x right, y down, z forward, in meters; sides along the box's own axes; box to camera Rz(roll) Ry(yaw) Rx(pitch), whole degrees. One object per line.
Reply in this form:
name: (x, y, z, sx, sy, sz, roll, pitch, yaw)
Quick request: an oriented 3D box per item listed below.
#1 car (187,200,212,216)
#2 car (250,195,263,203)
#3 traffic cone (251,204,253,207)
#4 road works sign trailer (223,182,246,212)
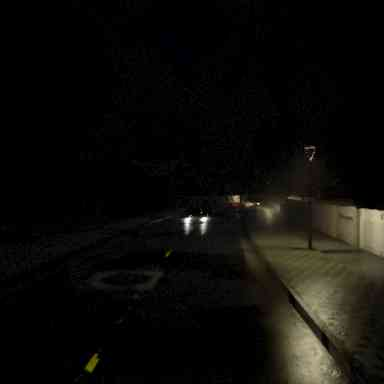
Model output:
car: (0.776, 1.528, 33.667, 1.882, 1.535, 5.008, 0, 0, 12)
car: (14.407, 1.430, 73.910, 2.097, 1.767, 4.553, 0, 0, 25)
traffic cone: (9.520, 2.060, 52.976, 0.340, 0.580, 0.340, 0, 0, 16)
road works sign trailer: (5.146, 0.529, 40.710, 2.380, 3.560, 2.880, 0, 0, 16)
